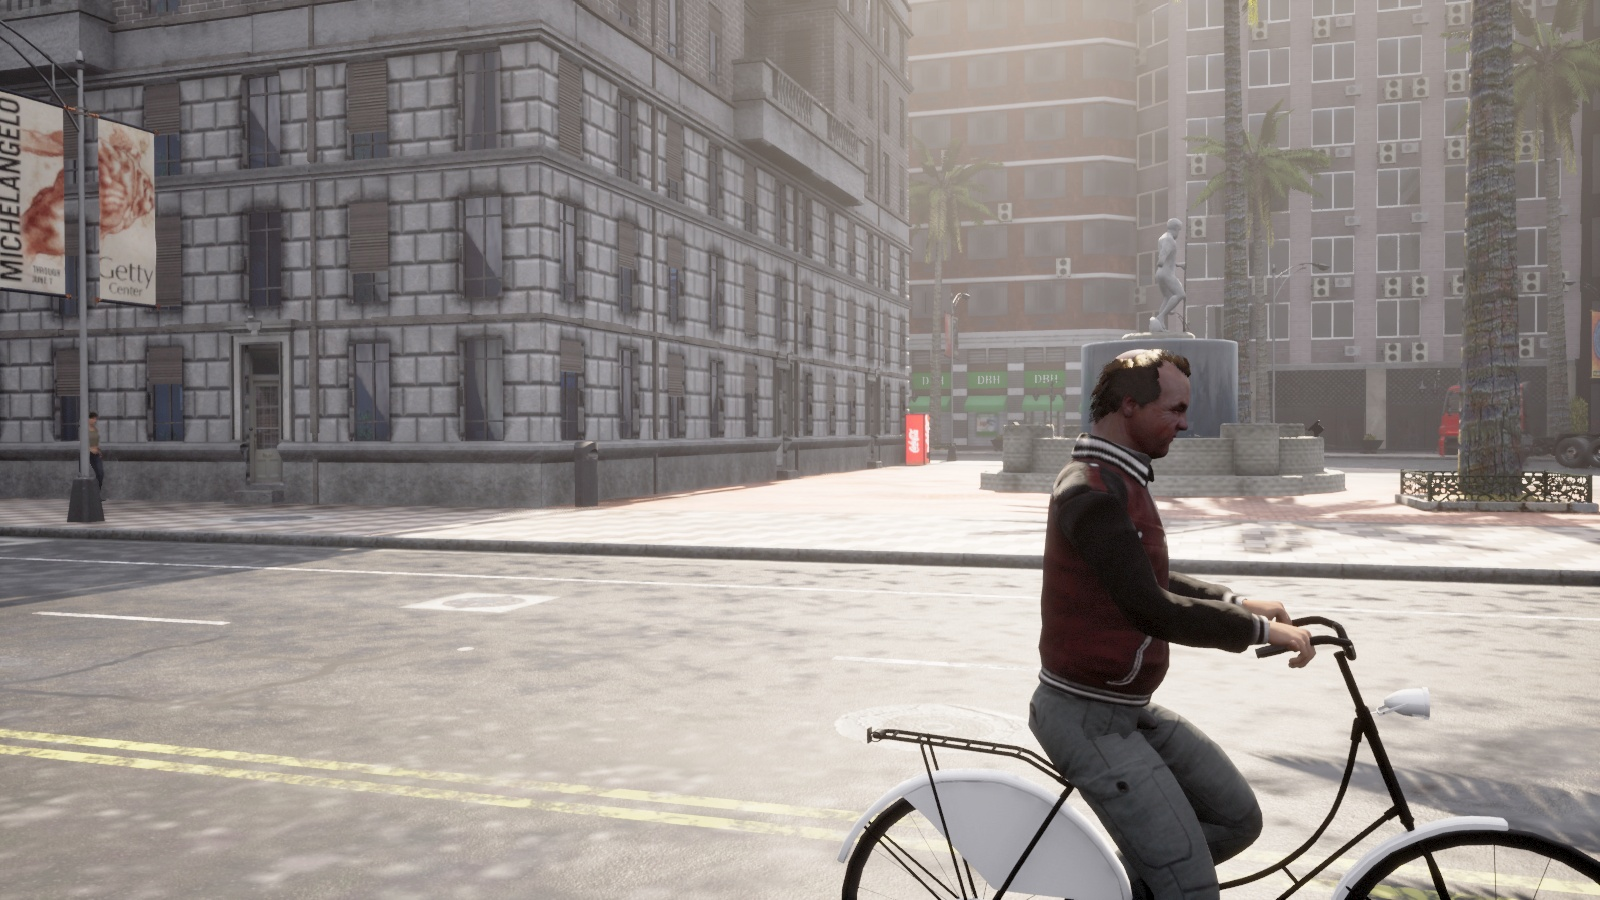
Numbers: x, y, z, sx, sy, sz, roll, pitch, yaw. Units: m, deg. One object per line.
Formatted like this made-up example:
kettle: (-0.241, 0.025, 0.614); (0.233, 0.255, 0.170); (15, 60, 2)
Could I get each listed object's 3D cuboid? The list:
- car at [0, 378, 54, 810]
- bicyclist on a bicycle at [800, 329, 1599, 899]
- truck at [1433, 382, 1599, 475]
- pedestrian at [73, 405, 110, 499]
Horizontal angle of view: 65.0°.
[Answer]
car: (-5.684, 0.582, 5.087); (4.553, 1.767, 2.097); (1, 1, 18)
bicyclist on a bicycle: (0.978, 0.655, 2.875); (1.843, 1.776, 0.659); (0, 1, 19)
truck: (29.627, -0.839, 49.631); (2.891, 3.462, 7.936); (0, 1, -28)
pedestrian: (-13.910, 0.036, 24.659); (0.594, 1.836, 0.345); (1, 1, 24)
